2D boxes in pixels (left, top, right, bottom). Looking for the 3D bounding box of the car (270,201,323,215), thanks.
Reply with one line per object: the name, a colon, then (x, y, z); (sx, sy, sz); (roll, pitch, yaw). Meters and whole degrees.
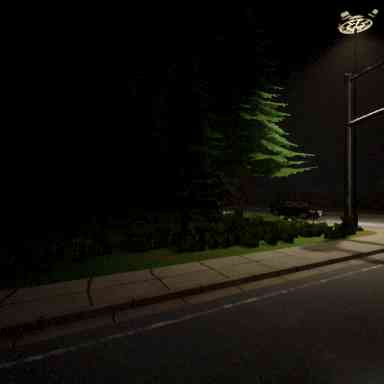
car: (8.864, 1.518, 28.570); (2.128, 1.511, 4.902); (0, 0, -35)
